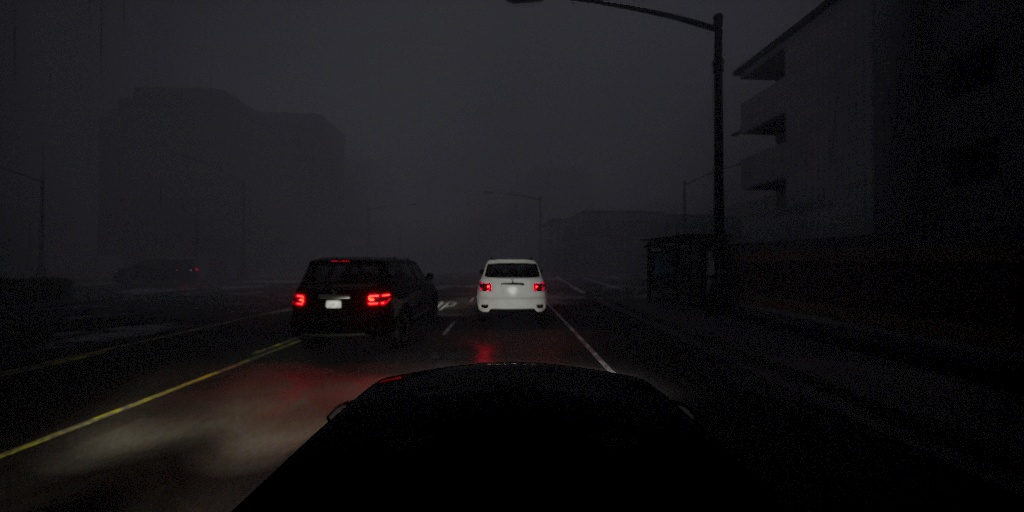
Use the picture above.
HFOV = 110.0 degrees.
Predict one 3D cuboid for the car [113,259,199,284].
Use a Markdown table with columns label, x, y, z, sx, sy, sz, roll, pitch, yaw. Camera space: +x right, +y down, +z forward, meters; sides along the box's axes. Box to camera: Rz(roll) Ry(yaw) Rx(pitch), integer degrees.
| label | x | y | z | sx | sy | sz | roll | pitch | yaw |
| --- | --- | --- | --- | --- | --- | --- | --- | --- | --- |
| car | -29.270 | 1.263 | 29.624 | 5.566 | 2.045 | 2.150 | 0 | -1 | -2 |

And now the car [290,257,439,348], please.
| label | x | y | z | sx | sy | sz | roll | pitch | yaw |
| --- | --- | --- | --- | --- | --- | --- | --- | --- | --- |
| car | -3.474 | 1.053 | 9.599 | 2.150 | 2.045 | 5.566 | 0 | -1 | -1 |

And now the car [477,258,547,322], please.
| label | x | y | z | sx | sy | sz | roll | pitch | yaw |
| --- | --- | --- | --- | --- | --- | --- | --- | --- | --- |
| car | -0.029 | 1.089 | 13.037 | 2.150 | 2.045 | 5.566 | 0 | -1 | -1 |
